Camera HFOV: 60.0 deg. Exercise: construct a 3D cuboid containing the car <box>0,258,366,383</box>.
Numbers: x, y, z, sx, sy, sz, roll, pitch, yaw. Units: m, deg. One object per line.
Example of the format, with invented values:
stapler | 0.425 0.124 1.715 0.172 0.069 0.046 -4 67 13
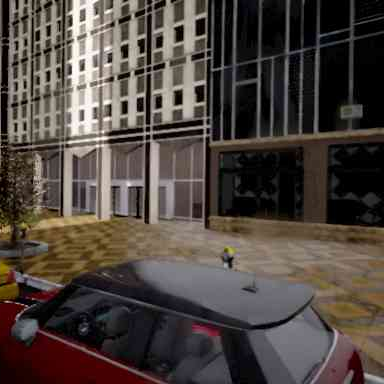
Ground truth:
car | -0.591 1.420 3.285 4.097 1.590 1.967 1 1 35
